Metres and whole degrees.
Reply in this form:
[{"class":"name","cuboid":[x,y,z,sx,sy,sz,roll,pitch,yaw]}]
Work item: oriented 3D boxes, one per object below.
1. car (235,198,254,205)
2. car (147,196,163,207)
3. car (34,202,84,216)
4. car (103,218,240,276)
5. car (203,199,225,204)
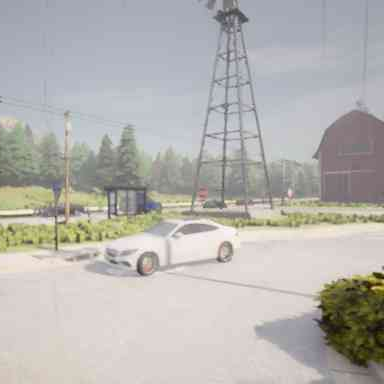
[{"class":"car","cuboid":[9.053,1.743,57.497,1.812,1.442,4.674,-1,0,36]},{"class":"car","cuboid":[-5.637,1.440,36.890,2.150,2.045,5.566,-1,0,36]},{"class":"car","cuboid":[-13.019,1.743,32.831,2.128,1.511,4.902,-1,0,36]},{"class":"car","cuboid":[-0.474,1.580,10.665,4.674,1.442,1.812,0,0,-37]},{"class":"car","cuboid":[3.318,1.781,49.406,1.994,1.385,4.181,-1,0,36]}]
